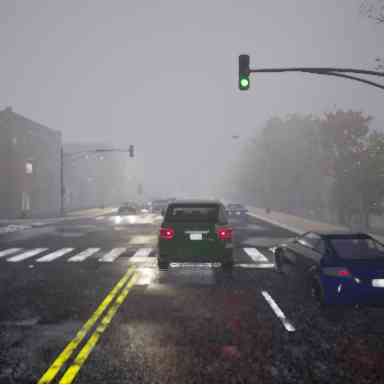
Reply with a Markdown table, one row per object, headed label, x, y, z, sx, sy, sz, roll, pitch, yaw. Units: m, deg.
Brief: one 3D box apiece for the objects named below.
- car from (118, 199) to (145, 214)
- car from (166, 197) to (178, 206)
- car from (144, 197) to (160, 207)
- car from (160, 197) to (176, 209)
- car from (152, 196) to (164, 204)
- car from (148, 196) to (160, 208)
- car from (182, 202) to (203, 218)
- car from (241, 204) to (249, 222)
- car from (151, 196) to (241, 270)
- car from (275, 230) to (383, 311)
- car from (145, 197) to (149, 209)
| label | x | y | z | sx | sy | sz | roll | pitch | yaw |
| --- | --- | --- | --- | --- | --- | --- | --- | --- | --- |
| car | -6.635 | 1.644 | 35.749 | 1.895 | 1.301 | 4.718 | 0 | 0 | 0 |
| car | -3.366 | 1.597 | 57.120 | 1.812 | 1.442 | 4.674 | 0 | 0 | 0 |
| car | -6.613 | 1.560 | 55.318 | 2.128 | 1.511 | 4.902 | 0 | 0 | 0 |
| car | -3.401 | 1.536 | 47.054 | 1.882 | 1.535 | 5.008 | 0 | 0 | 0 |
| car | -6.643 | 1.587 | 65.410 | 1.837 | 1.490 | 4.892 | 0 | 0 | 0 |
| car | -3.388 | 1.523 | 37.441 | 1.882 | 1.535 | 5.008 | 0 | 0 | 0 |
| car | 0.071 | 1.639 | 32.063 | 1.895 | 1.301 | 4.718 | 0 | 0 | 0 |
| car | 3.336 | 1.579 | 26.642 | 2.033 | 1.411 | 5.357 | 0 | 0 | 0 |
| car | 0.099 | 1.236 | 11.207 | 2.150 | 2.045 | 5.566 | 0 | 0 | 0 |
| car | 3.347 | 1.574 | 7.875 | 1.994 | 1.385 | 4.181 | 0 | 0 | 0 |
| car | -6.655 | 1.603 | 45.402 | 2.033 | 1.411 | 5.357 | 0 | 0 | 0 |
